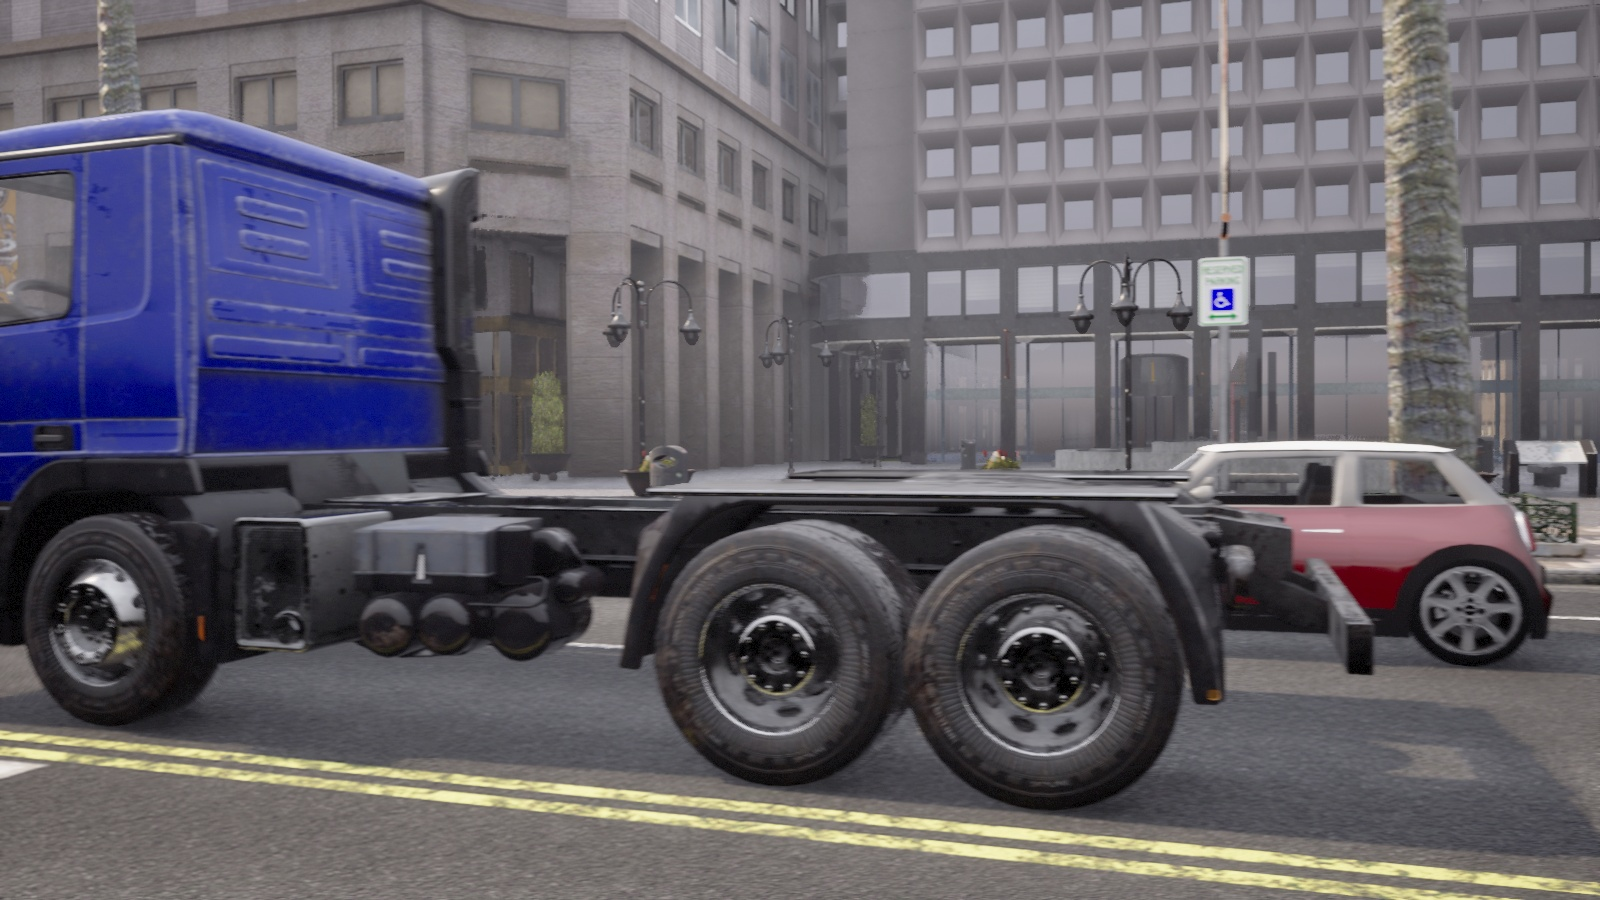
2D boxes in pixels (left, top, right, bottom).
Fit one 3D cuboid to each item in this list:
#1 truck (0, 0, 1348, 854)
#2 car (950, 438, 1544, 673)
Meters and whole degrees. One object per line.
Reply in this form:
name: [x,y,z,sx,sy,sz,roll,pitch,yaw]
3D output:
truck: [-1.269,-0.264,7.304,7.936,3.462,2.891,0,1,19]
car: [3.216,0.654,9.496,3.806,1.475,1.970,0,1,18]
